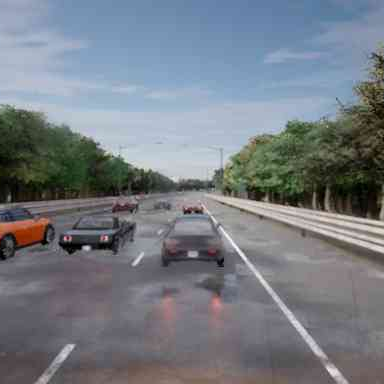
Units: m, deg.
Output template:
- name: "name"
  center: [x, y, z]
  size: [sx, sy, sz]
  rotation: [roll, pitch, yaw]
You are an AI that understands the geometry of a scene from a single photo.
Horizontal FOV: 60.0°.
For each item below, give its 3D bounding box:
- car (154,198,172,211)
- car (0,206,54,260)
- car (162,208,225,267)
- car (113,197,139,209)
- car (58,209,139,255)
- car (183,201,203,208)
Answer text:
- name: "car"
  center: [-3.401, 1.450, 39.621]
  size: [1.812, 1.442, 4.674]
  rotation: [0, 0, 0]
- name: "car"
  center: [-6.941, 1.305, 12.396]
  size: [2.097, 1.767, 4.553]
  rotation: [0, 0, 0]
- name: "car"
  center: [0.046, 1.480, 11.140]
  size: [1.812, 1.442, 4.674]
  rotation: [0, 0, 0]
- name: "car"
  center: [-6.904, 1.281, 35.134]
  size: [2.097, 1.767, 4.553]
  rotation: [0, 0, 0]
- name: "car"
  center: [-3.438, 1.554, 13.134]
  size: [1.895, 1.301, 4.718]
  rotation: [0, 0, 0]
- name: "car"
  center: [0.096, 1.533, 32.946]
  size: [1.895, 1.301, 4.718]
  rotation: [0, 0, 0]
